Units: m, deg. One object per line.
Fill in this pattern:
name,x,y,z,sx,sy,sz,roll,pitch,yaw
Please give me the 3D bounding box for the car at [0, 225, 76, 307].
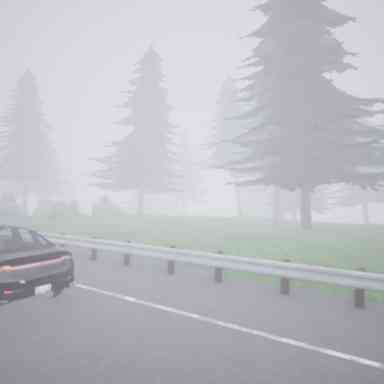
car,-4.560,1.453,7.125,4.902,1.511,2.128,0,0,35
